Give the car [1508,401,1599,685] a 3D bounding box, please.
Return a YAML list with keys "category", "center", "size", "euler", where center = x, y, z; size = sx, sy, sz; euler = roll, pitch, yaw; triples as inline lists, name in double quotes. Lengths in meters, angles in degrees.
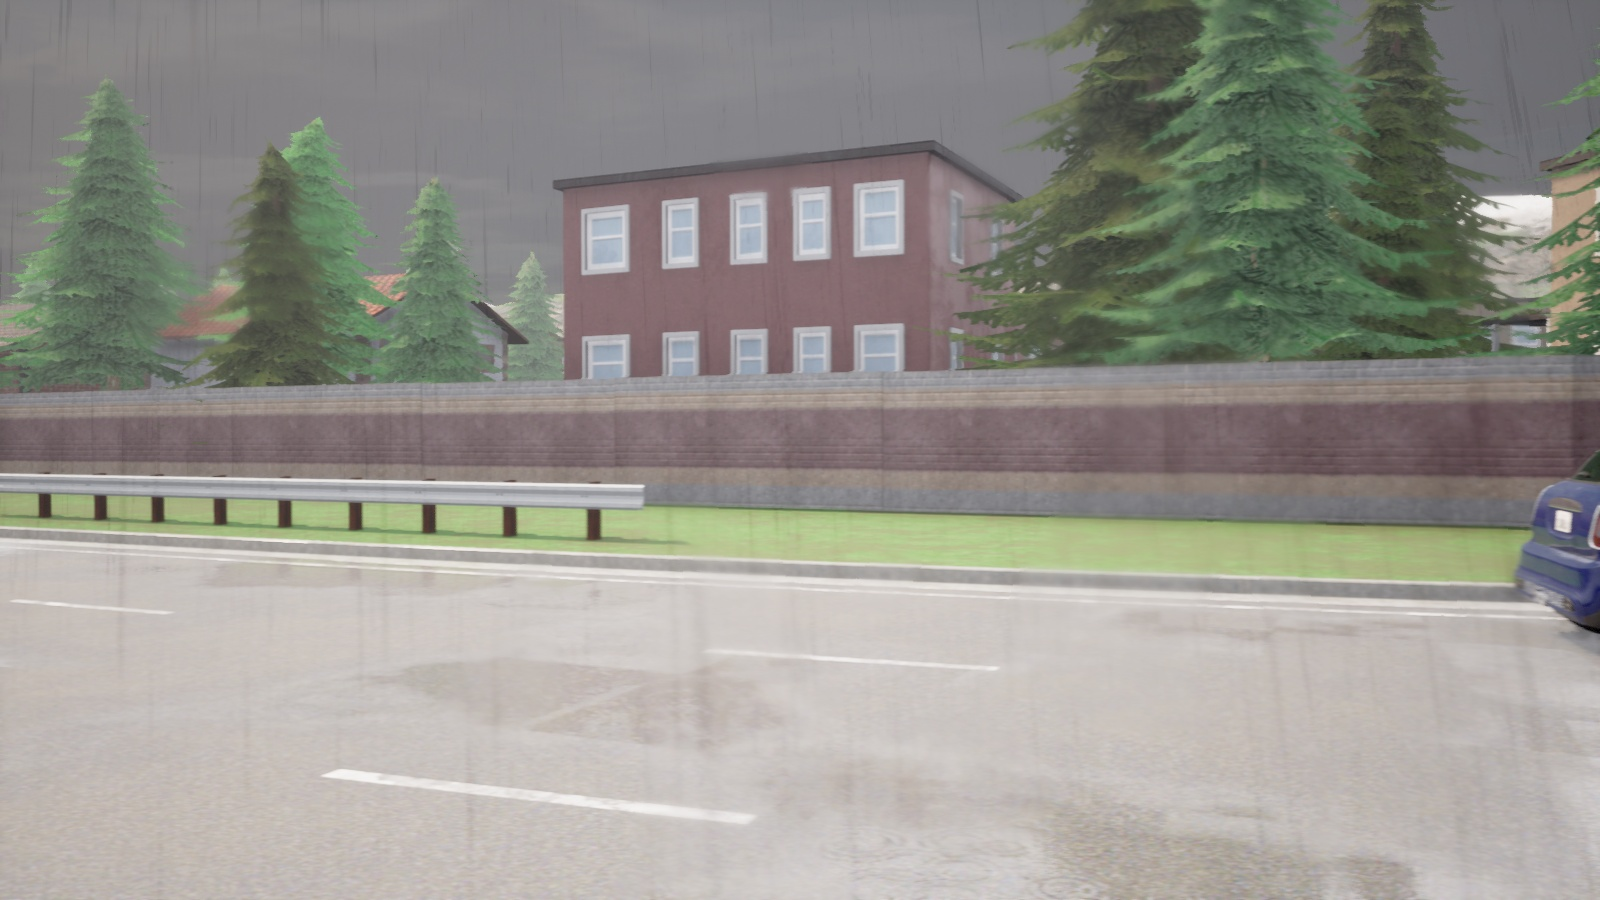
- category: "car"
  center: [7.449, 0.586, 8.191]
  size: [4.553, 1.767, 2.097]
  euler: [0, 1, 16]
